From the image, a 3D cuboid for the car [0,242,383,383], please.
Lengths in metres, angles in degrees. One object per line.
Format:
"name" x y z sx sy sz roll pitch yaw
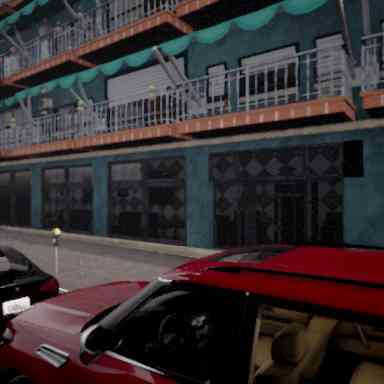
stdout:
"car" 0.606 1.310 2.305 5.009 1.841 2.192 0 0 36
